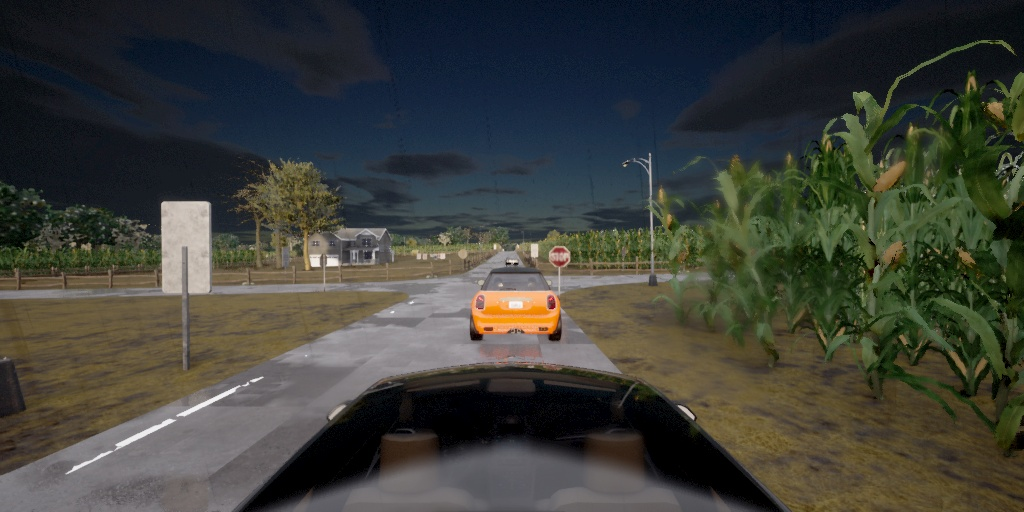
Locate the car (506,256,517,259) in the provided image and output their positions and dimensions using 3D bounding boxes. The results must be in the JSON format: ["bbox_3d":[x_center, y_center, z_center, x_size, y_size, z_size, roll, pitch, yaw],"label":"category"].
[{"bbox_3d":[-0.003,0.693,53.470,1.895,1.301,4.718,0,2,0],"label":"car"}]

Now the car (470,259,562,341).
[{"bbox_3d":[0.084,1.077,9.980,2.097,1.767,4.553,0,0,0],"label":"car"}]
